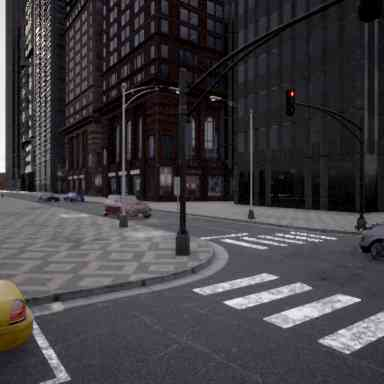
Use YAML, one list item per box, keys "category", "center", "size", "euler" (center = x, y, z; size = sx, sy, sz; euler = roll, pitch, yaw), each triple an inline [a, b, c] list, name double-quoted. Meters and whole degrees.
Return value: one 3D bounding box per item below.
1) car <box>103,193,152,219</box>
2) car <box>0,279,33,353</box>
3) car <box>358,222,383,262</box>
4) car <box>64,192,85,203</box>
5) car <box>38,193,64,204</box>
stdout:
- category: "car"
  center: [-4.714, 0.954, 23.915]
  size: [2.097, 1.767, 4.553]
  euler: [0, 1, -36]
- category: "car"
  center: [-4.393, 1.525, 3.515]
  size: [4.829, 1.417, 1.752]
  euler: [0, 0, -35]
- category: "car"
  center: [7.578, 1.510, 10.496]
  size: [4.181, 1.385, 1.994]
  euler: [1, 1, 28]
- category: "car"
  center: [-16.001, 0.710, 45.041]
  size: [1.812, 1.442, 4.674]
  euler: [0, 1, -36]
- category: "car"
  center: [-18.651, 0.779, 43.322]
  size: [1.895, 1.301, 4.718]
  euler: [0, 1, -35]
